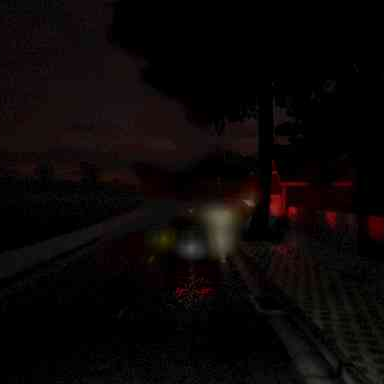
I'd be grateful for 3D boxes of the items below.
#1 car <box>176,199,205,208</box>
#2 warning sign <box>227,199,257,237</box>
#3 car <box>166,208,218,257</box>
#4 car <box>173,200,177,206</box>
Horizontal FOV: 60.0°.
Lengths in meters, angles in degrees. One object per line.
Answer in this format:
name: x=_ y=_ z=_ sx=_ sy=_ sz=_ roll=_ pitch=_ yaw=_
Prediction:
car: x=0.002 y=1.614 z=28.425 sx=2.097 sy=1.767 sz=4.553 roll=0 pitch=-1 yaw=0
warning sign: x=2.498 y=1.282 z=16.714 sx=1.300 sy=1.860 sz=1.060 roll=-1 pitch=-1 yaw=0
car: x=0.011 y=1.643 z=13.492 sx=1.837 sy=1.490 sz=4.892 roll=0 pitch=0 yaw=0
car: x=-2.331 y=2.095 z=66.380 sx=2.033 sy=1.411 sz=5.357 roll=0 pitch=-1 yaw=10
